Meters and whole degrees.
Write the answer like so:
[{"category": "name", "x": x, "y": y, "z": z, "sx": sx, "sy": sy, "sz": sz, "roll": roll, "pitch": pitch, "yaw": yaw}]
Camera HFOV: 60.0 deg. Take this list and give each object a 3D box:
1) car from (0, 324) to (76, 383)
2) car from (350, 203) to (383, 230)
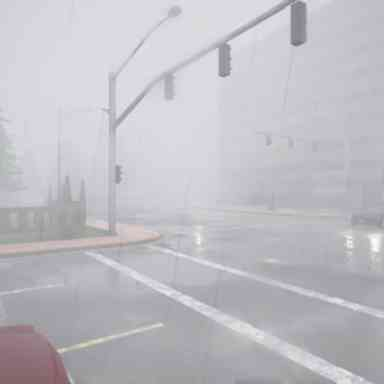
[{"category": "car", "x": -2.996, "y": 1.601, "z": 1.642, "sx": 4.718, "sy": 1.301, "sz": 1.895, "roll": 0, "pitch": 0, "yaw": -35}, {"category": "car", "x": 12.042, "y": 1.434, "z": 21.139, "sx": 5.008, "sy": 1.535, "sz": 1.882, "roll": 0, "pitch": 0, "yaw": -35}]
